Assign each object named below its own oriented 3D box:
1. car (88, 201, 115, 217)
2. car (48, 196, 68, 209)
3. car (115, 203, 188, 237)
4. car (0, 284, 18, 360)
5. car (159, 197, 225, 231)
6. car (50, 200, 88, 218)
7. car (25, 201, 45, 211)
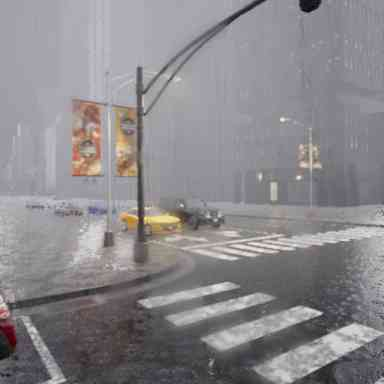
[{"bbox_3d":[-9.550,1.706,35.002,1.882,1.535,5.008,-1,0,-36],"label":"car"},{"bbox_3d":[-19.868,1.612,49.532,2.150,2.045,5.566,-1,0,-36],"label":"car"},{"bbox_3d":[-2.556,1.632,19.679,1.882,1.535,5.008,-1,0,-35],"label":"car"},{"bbox_3d":[-4.245,1.441,3.514,4.097,1.590,1.967,0,0,-35],"label":"car"},{"bbox_3d":[-0.263,1.349,22.021,2.150,2.045,5.566,-1,0,-37],"label":"car"},{"bbox_3d":[-12.420,1.826,33.431,1.994,1.385,4.181,-1,0,-36],"label":"car"},{"bbox_3d":[-22.504,1.976,47.638,1.895,1.301,4.718,-1,0,-36],"label":"car"}]
